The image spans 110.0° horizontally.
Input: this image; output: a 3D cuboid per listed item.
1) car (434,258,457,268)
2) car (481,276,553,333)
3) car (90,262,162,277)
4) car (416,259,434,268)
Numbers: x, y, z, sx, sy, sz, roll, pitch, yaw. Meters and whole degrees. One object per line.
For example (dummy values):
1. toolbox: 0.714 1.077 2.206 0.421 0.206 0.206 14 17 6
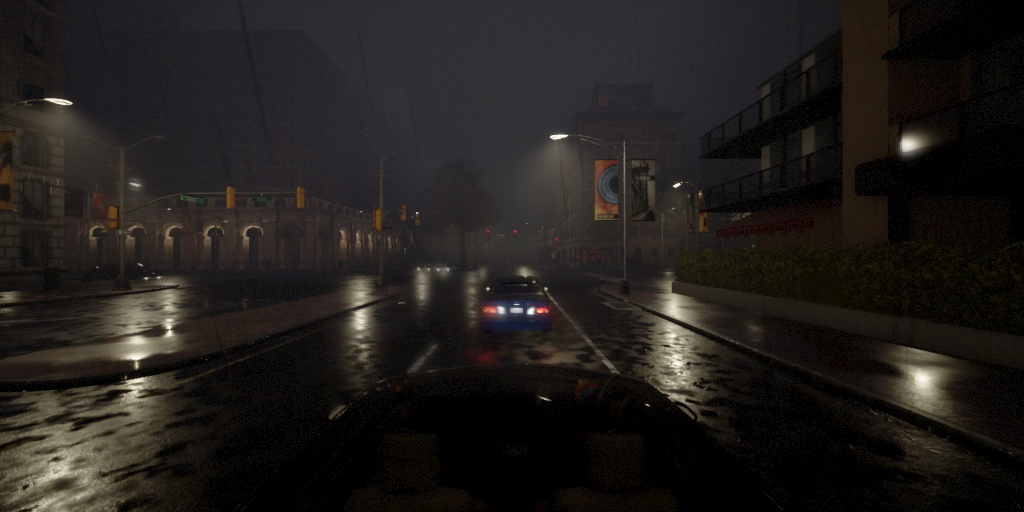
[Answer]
1. car: -11.062 1.102 59.697 2.097 1.767 4.553 0 0 1
2. car: 0.144 1.297 10.749 2.033 1.411 5.357 0 0 1
3. car: -37.192 1.297 34.567 5.357 1.411 2.033 0 0 0
4. car: -14.529 1.228 61.766 1.882 1.535 5.008 0 0 1
